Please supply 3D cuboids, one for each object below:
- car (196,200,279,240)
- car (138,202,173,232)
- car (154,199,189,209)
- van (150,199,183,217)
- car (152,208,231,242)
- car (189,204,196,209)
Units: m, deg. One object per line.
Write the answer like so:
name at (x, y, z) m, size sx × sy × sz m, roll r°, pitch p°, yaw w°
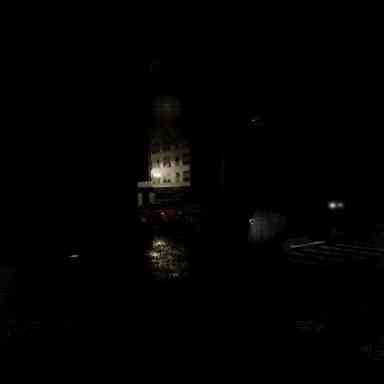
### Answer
car at (2.568, 1.517, 18.369) m, size 2.097 × 1.767 × 4.553 m, roll 0°, pitch 0°, yaw -35°
car at (-3.360, 1.705, 22.113) m, size 1.967 × 1.590 × 4.097 m, roll -1°, pitch 0°, yaw -35°
car at (-2.596, 1.630, 25.648) m, size 2.097 × 1.767 × 4.553 m, roll 0°, pitch 0°, yaw -35°
van at (-2.807, 1.688, 36.025) m, size 1.690 × 1.788 × 3.998 m, roll -1°, pitch 0°, yaw -35°
car at (-0.162, 1.778, 17.630) m, size 1.802 × 1.307 × 4.206 m, roll -1°, pitch 0°, yaw -35°
car at (0.292, 1.804, 31.682) m, size 1.752 × 1.417 × 4.829 m, roll -1°, pitch 0°, yaw -35°
